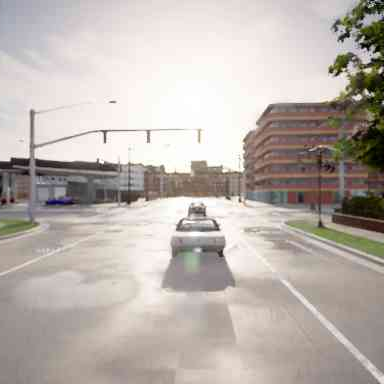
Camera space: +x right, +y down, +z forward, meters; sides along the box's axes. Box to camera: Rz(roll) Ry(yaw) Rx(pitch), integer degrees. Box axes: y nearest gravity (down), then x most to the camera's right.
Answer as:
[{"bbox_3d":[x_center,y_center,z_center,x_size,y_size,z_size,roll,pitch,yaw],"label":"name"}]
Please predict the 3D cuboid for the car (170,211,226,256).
[{"bbox_3d":[0.224,1.636,13.209,1.895,1.301,4.718,0,0,1],"label":"car"}]

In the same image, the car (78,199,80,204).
[{"bbox_3d":[-23.367,1.663,62.980,3.806,1.475,1.970,0,0,1],"label":"car"}]

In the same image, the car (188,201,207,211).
[{"bbox_3d":[0.540,1.635,32.873,2.033,1.411,5.357,0,0,2],"label":"car"}]

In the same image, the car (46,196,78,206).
[{"bbox_3d":[-22.713,1.486,57.222,4.611,1.667,2.242,0,0,1],"label":"car"}]
